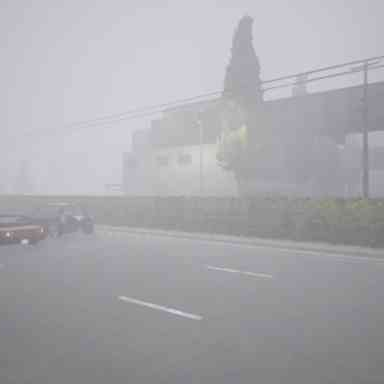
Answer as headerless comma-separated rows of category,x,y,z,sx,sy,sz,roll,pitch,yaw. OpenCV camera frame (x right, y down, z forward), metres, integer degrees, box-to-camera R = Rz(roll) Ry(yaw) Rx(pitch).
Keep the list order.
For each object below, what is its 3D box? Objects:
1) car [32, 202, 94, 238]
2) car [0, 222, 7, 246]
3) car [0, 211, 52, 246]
car,-7.356,1.365,17.815,4.553,1.767,2.097,0,0,36
car,-7.666,1.557,9.418,5.357,1.411,2.033,0,0,36
car,-8.268,1.613,14.163,4.718,1.301,1.895,0,0,36
